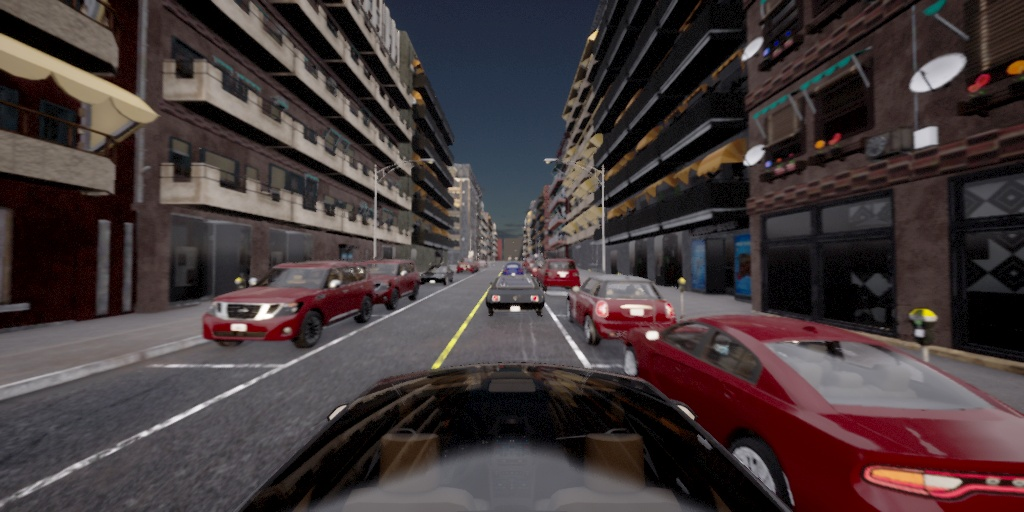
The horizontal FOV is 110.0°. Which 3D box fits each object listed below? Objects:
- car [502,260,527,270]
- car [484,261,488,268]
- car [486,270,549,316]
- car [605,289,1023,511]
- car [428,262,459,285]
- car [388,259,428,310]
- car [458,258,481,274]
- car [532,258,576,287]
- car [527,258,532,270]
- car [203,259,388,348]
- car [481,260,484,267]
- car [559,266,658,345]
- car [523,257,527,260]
[{"bbox_3d":[0.111,1.301,31.022,1.812,1.442,4.674,0,0,0],"label":"car"},{"bbox_3d":[-5.292,1.450,64.770,1.802,1.307,4.207,0,0,0],"label":"car"},{"bbox_3d":[0.105,1.356,13.405,1.895,1.301,4.718,0,0,0],"label":"car"},{"bbox_3d":[2.568,1.296,3.870,1.888,1.381,4.507,0,0,0],"label":"car"},{"bbox_3d":[-5.306,1.333,26.057,1.948,1.339,4.313,0,0,0],"label":"car"},{"bbox_3d":[-5.310,1.071,14.995,2.192,1.841,5.009,0,0,0],"label":"car"},{"bbox_3d":[-5.300,1.113,42.646,2.192,1.841,5.009,0,0,0],"label":"car"},{"bbox_3d":[2.540,1.075,20.463,2.192,1.841,5.009,0,0,0],"label":"car"},{"bbox_3d":[2.544,1.216,31.526,1.967,1.591,4.097,0,0,0],"label":"car"},{"bbox_3d":[-5.312,1.068,9.465,2.192,1.841,5.009,0,0,0],"label":"car"},{"bbox_3d":[-5.298,1.358,48.177,1.888,1.381,4.507,0,0,0],"label":"car"},{"bbox_3d":[2.578,1.193,9.402,1.967,1.591,4.097,0,0,0],"label":"car"},{"bbox_3d":[2.552,1.143,53.650,2.192,1.841,5.009,0,0,0],"label":"car"}]
